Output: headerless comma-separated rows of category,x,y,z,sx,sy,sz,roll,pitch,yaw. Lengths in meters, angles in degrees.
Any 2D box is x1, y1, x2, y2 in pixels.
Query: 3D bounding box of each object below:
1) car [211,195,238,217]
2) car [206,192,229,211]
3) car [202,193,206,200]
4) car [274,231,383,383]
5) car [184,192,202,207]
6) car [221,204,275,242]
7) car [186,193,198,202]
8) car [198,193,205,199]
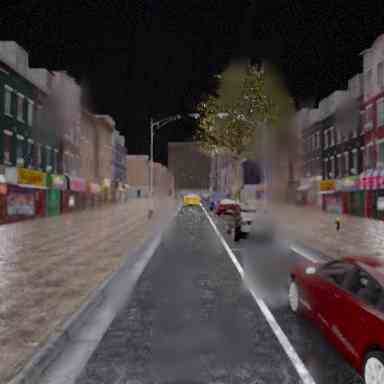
car,3.006,1.285,28.839,1.882,1.535,5.008,0,0,0
car,2.971,0.983,35.872,2.150,2.045,5.566,0,0,0
car,2.644,1.023,65.619,1.967,1.590,4.097,2,0,0
car,2.660,1.524,4.523,1.887,1.381,4.507,2,0,0
car,-0.012,1.093,44.147,1.882,1.535,5.008,0,0,0
car,2.657,1.476,15.635,1.947,1.339,4.313,2,0,0
car,-0.017,1.029,63.385,2.128,1.511,4.902,0,0,0
car,2.629,1.071,92.367,1.947,1.339,4.313,1,0,0
